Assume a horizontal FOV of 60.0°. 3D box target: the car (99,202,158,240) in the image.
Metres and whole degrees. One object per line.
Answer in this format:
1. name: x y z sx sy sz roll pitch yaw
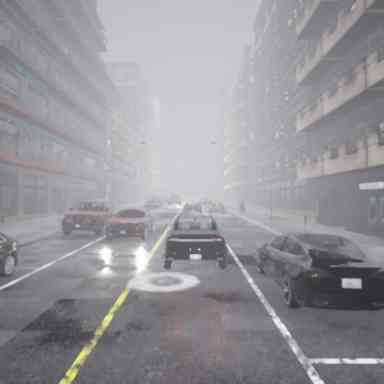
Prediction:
1. car: -3.098 1.530 17.399 1.882 1.535 5.008 0 0 0

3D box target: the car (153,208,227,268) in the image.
1. car: 0.096 1.527 11.368 2.128 1.511 4.902 0 0 0

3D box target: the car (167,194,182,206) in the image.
1. car: -3.041 1.406 59.644 2.150 2.045 5.566 0 0 1

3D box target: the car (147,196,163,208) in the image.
1. car: -5.671 1.711 47.444 1.947 1.339 4.313 1 0 0

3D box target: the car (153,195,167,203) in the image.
1. car: -5.665 1.479 53.129 2.192 1.841 5.009 1 0 0

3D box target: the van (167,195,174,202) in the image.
1. van: -5.668 1.619 87.237 1.690 1.788 3.998 1 0 0

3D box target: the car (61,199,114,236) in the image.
1. car: -5.669 1.372 19.021 2.192 1.841 5.009 1 0 0

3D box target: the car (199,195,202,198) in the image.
1. car: 2.712 1.727 64.726 1.752 1.417 4.829 1 0 0

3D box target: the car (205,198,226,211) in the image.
1. car: 2.709 1.636 36.303 1.752 1.417 4.829 1 0 0

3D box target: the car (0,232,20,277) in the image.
1. car: -5.675 1.574 7.651 2.008 1.369 4.403 1 0 0

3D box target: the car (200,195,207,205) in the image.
1. car: 2.711 1.749 58.871 1.947 1.339 4.313 1 0 0

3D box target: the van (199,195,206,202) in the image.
1. van: 2.718 1.619 87.296 1.690 1.788 3.998 1 0 0

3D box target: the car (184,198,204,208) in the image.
1. car: 0.104 1.717 38.149 1.895 1.301 4.718 0 0 0

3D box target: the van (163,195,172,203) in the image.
1. van: -5.663 1.580 75.866 1.690 1.788 3.998 1 0 0

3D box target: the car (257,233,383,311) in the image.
1. car: 2.705 1.589 7.711 1.947 1.339 4.313 1 0 0

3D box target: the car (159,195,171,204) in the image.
1. car: -5.663 1.535 70.182 2.192 1.841 5.009 1 0 0

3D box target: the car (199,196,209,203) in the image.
1. car: 2.715 1.679 75.926 1.967 1.590 4.097 1 0 0
